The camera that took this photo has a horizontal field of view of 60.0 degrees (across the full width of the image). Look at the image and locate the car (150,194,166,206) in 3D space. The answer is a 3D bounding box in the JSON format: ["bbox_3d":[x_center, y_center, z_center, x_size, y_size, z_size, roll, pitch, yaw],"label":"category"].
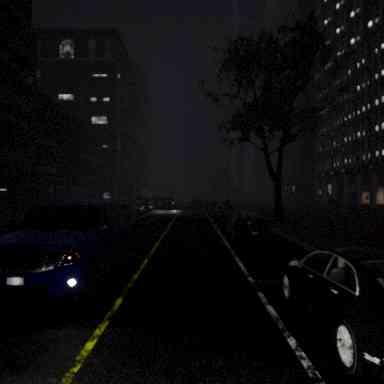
[{"bbox_3d":[-5.655,1.309,55.498,2.192,1.841,5.009,1,0,0],"label":"car"}]

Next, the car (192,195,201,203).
[{"bbox_3d":[0.924,1.450,67.802,1.801,1.575,5.366,0,0,0],"label":"car"}]

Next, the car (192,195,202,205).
[{"bbox_3d":[0.903,1.450,61.802,1.801,1.575,5.366,0,0,0],"label":"car"}]

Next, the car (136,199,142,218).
[{"bbox_3d":[-5.669,1.560,27.651,1.947,1.339,4.313,1,0,0],"label":"car"}]

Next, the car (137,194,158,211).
[{"bbox_3d":[-5.661,1.308,38.791,2.192,1.841,5.009,1,0,0],"label":"car"}]

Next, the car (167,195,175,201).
[{"bbox_3d":[-5.647,1.524,88.747,1.752,1.417,4.829,1,0,0],"label":"car"}]

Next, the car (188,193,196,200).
[{"bbox_3d":[0.031,1.223,85.778,2.097,1.767,4.553,0,0,0],"label":"car"}]

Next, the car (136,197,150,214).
[{"bbox_3d":[-5.666,1.519,33.050,1.752,1.417,4.829,1,0,0],"label":"car"}]

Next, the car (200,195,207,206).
[{"bbox_3d":[2.720,1.544,49.925,2.008,1.369,4.403,1,0,0],"label":"car"}]

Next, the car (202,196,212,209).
[{"bbox_3d":[2.717,1.544,44.357,2.008,1.369,4.403,1,0,0],"label":"car"}]

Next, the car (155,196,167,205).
[{"bbox_3d":[-5.657,1.539,61.068,1.887,1.381,4.507,1,0,0],"label":"car"}]

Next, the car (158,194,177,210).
[{"bbox_3d":[-3.073,1.344,42.545,2.097,1.767,4.553,0,0,0],"label":"car"}]

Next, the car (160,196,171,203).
[{"bbox_3d":[-5.653,1.561,72.208,1.947,1.339,4.313,1,0,0],"label":"car"}]

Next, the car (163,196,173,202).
[{"bbox_3d":[-5.651,1.547,77.777,2.008,1.369,4.403,1,0,0],"label":"car"}]

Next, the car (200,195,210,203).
[{"bbox_3d":[2.729,1.435,72.204,1.967,1.590,4.097,1,0,0],"label":"car"}]

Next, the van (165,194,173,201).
[{"bbox_3d":[-5.646,1.339,83.348,1.690,1.788,3.998,1,0,0],"label":"van"}]

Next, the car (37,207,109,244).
[{"bbox_3d":[-5.673,1.546,16.512,2.008,1.369,4.403,1,0,0],"label":"car"}]

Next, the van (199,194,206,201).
[{"bbox_3d":[2.736,1.340,88.914,1.690,1.788,3.998,1,0,0],"label":"van"}]

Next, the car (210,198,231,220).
[{"bbox_3d":[2.712,1.519,27.817,1.752,1.417,4.829,1,0,0],"label":"car"}]

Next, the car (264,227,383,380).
[{"bbox_3d":[2.704,1.549,5.368,2.008,1.369,4.403,1,0,0],"label":"car"}]

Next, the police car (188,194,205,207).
[{"bbox_3d":[0.703,1.418,51.708,1.930,1.638,5.238,0,0,-2],"label":"police car"}]

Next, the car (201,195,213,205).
[{"bbox_3d":[2.725,1.434,61.064,1.967,1.590,4.097,1,0,0],"label":"car"}]

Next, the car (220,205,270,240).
[{"bbox_3d":[2.708,1.546,16.507,2.008,1.369,4.403,1,0,0],"label":"car"}]

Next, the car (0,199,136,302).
[{"bbox_3d":[-3.086,1.221,8.598,2.150,2.045,5.566,0,0,0],"label":"car"}]
